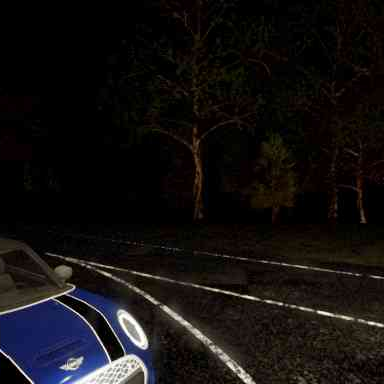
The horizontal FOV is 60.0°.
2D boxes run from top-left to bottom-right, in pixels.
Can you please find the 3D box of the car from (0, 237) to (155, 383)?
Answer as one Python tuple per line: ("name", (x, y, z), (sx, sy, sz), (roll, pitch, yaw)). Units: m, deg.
("car", (-2.570, 1.338, 3.717), (4.553, 1.767, 2.097), (1, 0, 36))
